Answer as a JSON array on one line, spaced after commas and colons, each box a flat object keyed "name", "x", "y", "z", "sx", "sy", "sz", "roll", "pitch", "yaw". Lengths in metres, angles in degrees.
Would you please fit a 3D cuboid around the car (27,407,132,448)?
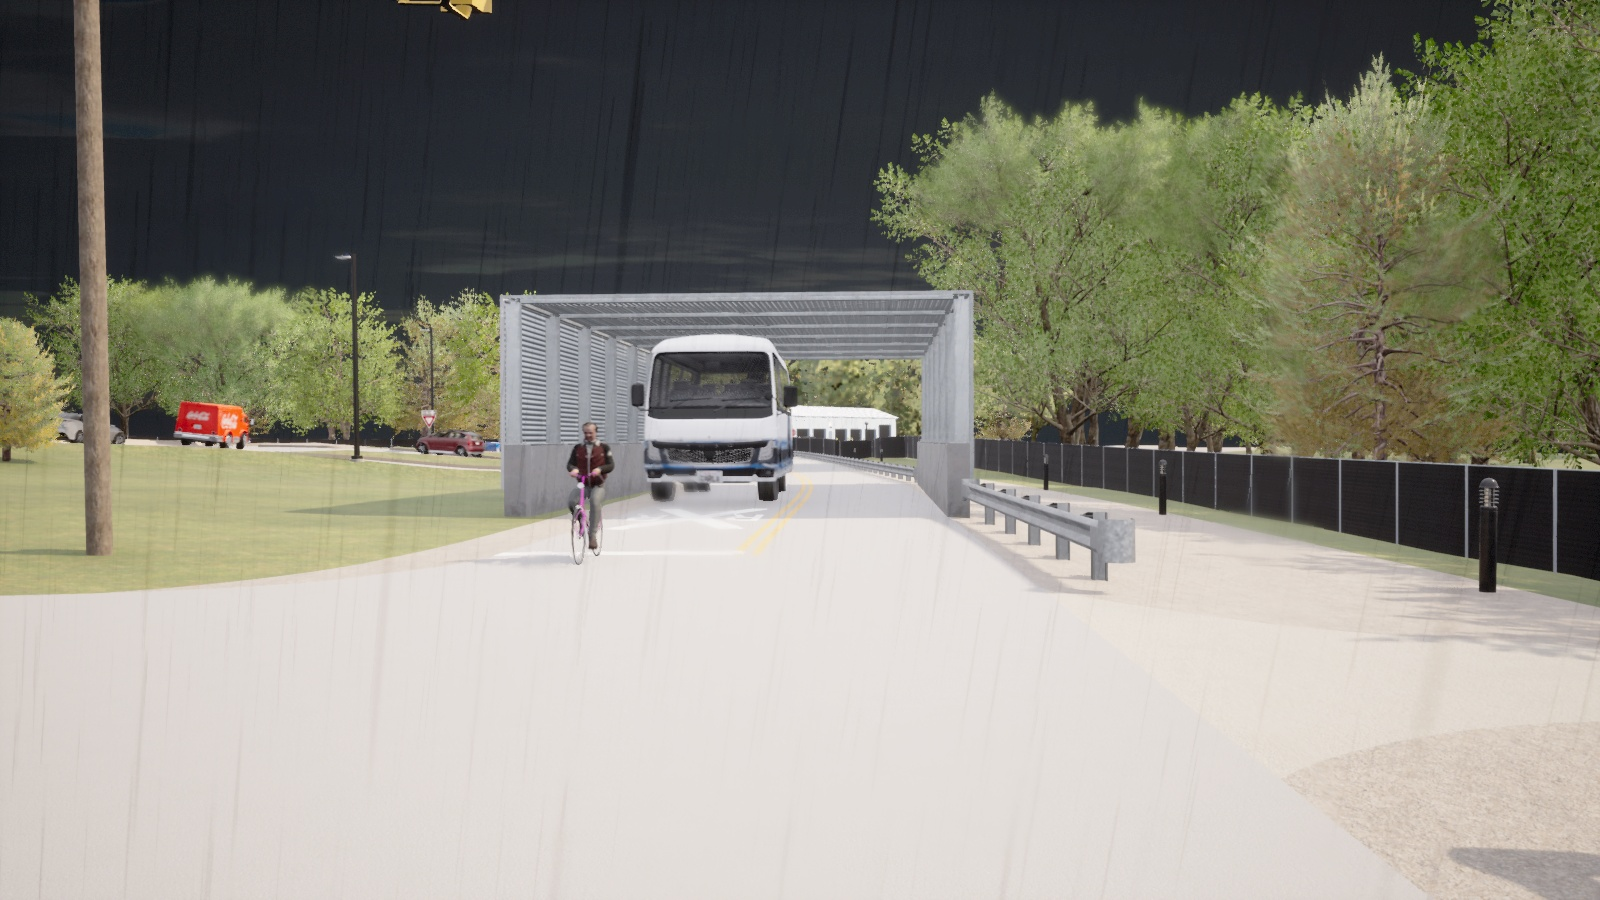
[{"name": "car", "x": -33.600, "y": -1.019, "z": 58.738, "sx": 2.007, "sy": 1.525, "sz": 4.514, "roll": 3, "pitch": -2, "yaw": 4}]

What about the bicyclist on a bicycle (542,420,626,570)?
[{"name": "bicyclist on a bicycle", "x": -2.684, "y": 0.525, "z": 15.775, "sx": 0.659, "sy": 1.776, "sz": 1.843, "roll": 0, "pitch": 0, "yaw": 2}]

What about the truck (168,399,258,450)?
[{"name": "truck", "x": -33.413, "y": -1.416, "z": 71.681, "sx": 2.627, "sy": 2.467, "sz": 5.204, "roll": 6, "pitch": -1, "yaw": -3}]

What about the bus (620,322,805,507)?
[{"name": "bus", "x": -2.015, "y": -0.850, "z": 34.253, "sx": 3.944, "sy": 4.253, "sz": 10.273, "roll": 0, "pitch": 0, "yaw": 2}]

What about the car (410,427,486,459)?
[{"name": "car", "x": -19.788, "y": -0.414, "z": 70.608, "sx": 3.705, "sy": 1.549, "sz": 1.789, "roll": 4, "pitch": 1, "yaw": 18}]
